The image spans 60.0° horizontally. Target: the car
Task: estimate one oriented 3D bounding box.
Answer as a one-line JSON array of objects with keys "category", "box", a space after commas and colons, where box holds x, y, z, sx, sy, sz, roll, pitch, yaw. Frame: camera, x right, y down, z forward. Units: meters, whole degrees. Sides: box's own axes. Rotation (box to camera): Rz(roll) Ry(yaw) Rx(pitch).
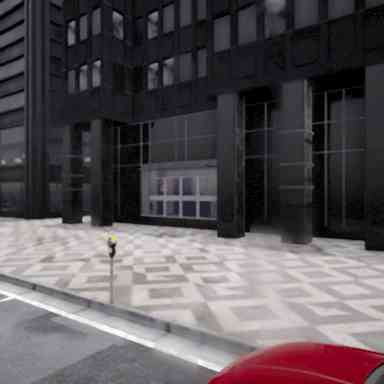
[{"category": "car", "box": [2.027, 1.542, 1.515, 4.507, 1.381, 1.887, 0, 0, 36]}]
